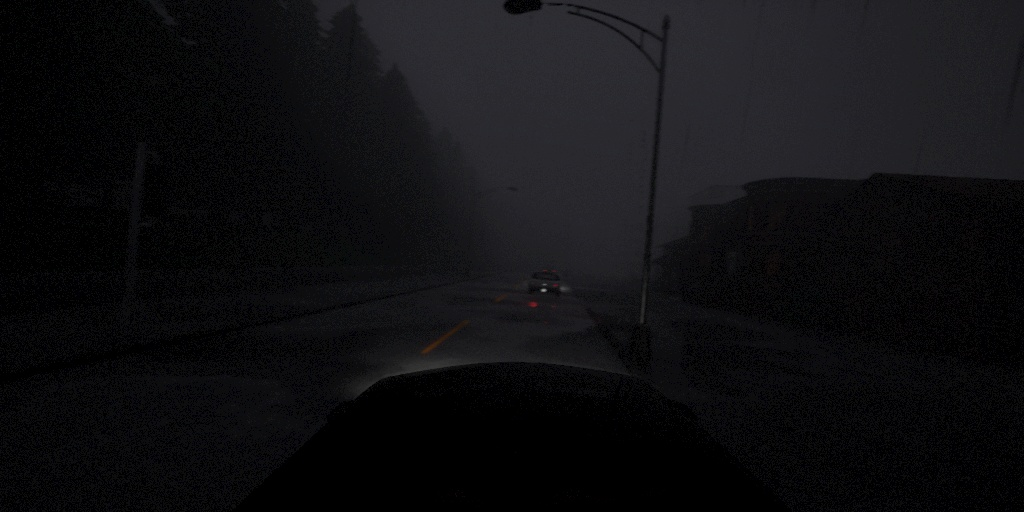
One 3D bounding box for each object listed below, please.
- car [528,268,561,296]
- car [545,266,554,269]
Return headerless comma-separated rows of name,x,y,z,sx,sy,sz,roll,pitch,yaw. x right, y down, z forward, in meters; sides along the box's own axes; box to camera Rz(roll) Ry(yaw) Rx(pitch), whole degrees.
car,2.110,1.704,22.785,1.895,1.301,4.718,5,0,6
car,5.443,2.179,52.503,2.033,1.411,5.357,5,-1,6
